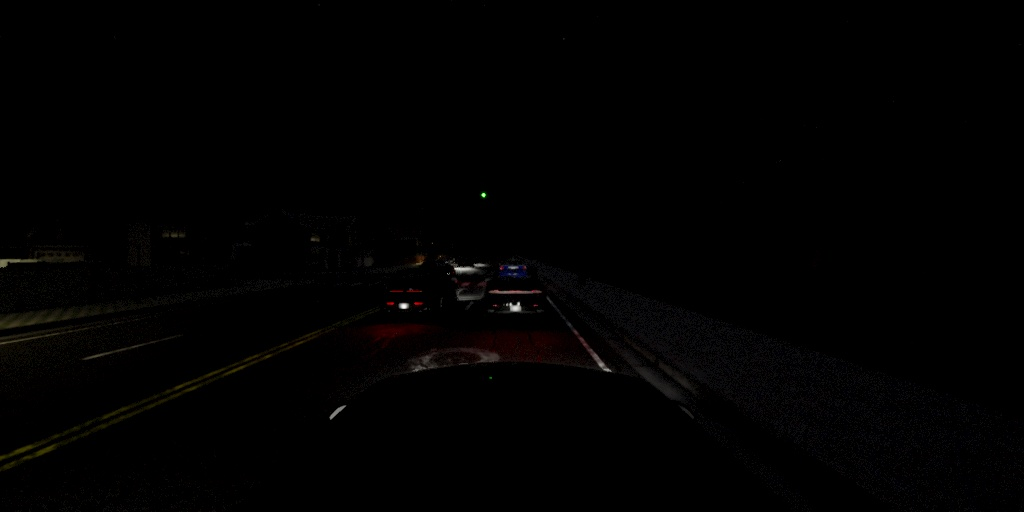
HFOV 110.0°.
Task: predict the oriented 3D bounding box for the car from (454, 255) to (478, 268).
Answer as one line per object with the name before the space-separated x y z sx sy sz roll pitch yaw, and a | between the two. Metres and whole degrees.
car | -6.622 0.866 51.882 2.128 1.511 4.902 0 0 0

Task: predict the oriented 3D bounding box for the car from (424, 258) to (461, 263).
car | -6.129 1.088 27.759 1.812 1.442 4.674 1 0 -39

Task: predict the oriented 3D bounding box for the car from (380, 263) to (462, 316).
car | -3.159 1.176 12.892 1.837 1.490 4.892 0 1 0

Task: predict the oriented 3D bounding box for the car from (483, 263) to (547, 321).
car | 0.091 1.168 12.039 2.128 1.511 4.902 0 1 0

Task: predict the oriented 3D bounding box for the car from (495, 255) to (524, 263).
car | 0.078 0.924 26.425 2.097 1.767 4.553 0 0 0
